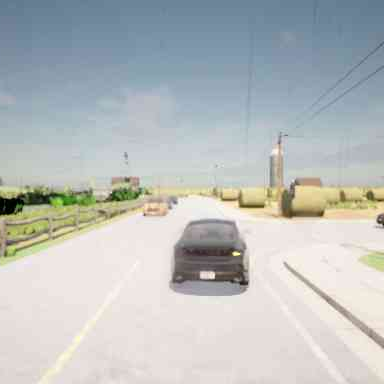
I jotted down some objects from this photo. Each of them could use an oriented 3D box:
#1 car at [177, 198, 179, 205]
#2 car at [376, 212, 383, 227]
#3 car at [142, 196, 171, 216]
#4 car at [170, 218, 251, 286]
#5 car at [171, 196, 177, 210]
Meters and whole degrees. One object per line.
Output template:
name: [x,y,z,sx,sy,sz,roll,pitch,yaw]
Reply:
car: [-3.288,1.426,56.215,1.837,1.490,4.892,0,0,1]
car: [13.977,1.511,20.552,4.892,1.490,1.837,0,0,-2]
car: [-3.438,1.307,31.839,2.097,1.767,4.553,0,0,0]
car: [0.594,1.492,9.384,1.837,1.490,4.892,0,0,6]
car: [-3.383,1.488,42.272,2.033,1.411,5.357,0,0,0]
